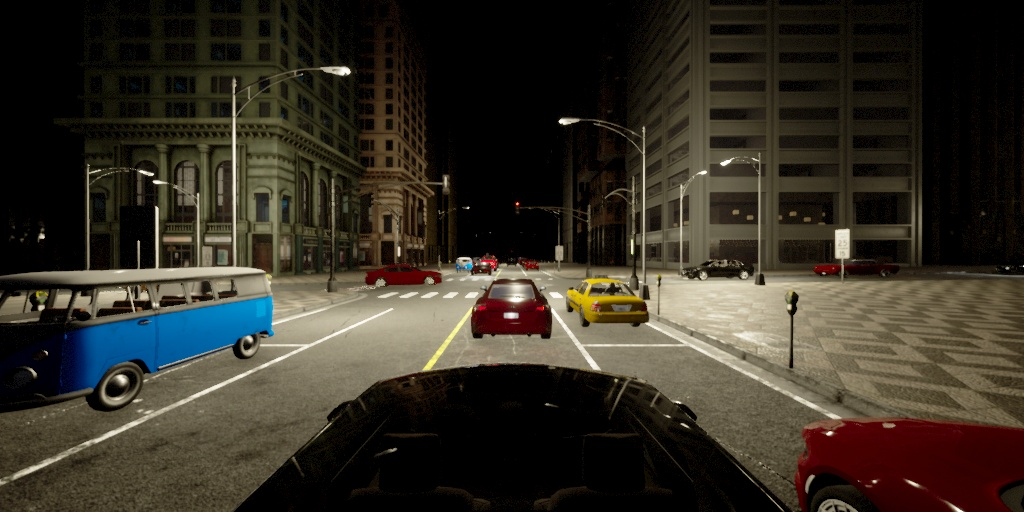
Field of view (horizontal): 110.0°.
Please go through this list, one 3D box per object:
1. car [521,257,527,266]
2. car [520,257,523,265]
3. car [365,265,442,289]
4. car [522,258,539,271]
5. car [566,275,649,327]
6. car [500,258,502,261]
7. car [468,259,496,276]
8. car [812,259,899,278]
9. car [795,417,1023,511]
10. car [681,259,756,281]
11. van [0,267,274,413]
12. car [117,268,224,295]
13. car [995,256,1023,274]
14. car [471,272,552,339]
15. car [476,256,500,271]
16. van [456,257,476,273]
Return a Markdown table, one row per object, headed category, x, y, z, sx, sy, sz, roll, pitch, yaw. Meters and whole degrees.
| category | x | y | z | sx | sy | sz | roll | pitch | yaw |
| --- | --- | --- | --- | --- | --- | --- | --- | --- | --- |
| car | 2.729 | 1.315 | 54.778 | 1.888 | 1.381 | 4.507 | 0 | 0 | 0 |
| car | 2.723 | 1.320 | 60.303 | 1.888 | 1.381 | 4.507 | 0 | 0 | 0 |
| car | -7.285 | 1.328 | 24.302 | 5.008 | 1.535 | 1.882 | -1 | 0 | -13 |
| car | 2.736 | 1.310 | 49.253 | 1.888 | 1.381 | 4.507 | 0 | 0 | 0 |
| car | 2.761 | 1.276 | 11.330 | 1.751 | 1.417 | 4.829 | 0 | 0 | 0 |
| car | -3.130 | 1.375 | 59.680 | 1.895 | 1.301 | 4.718 | 0 | 0 | 0 |
| car | -3.123 | 1.322 | 37.843 | 1.994 | 1.385 | 4.181 | 0 | 0 | 1 |
| car | 24.809 | 0.903 | 25.995 | 4.718 | 1.301 | 1.895 | -1 | 0 | 0 |
| car | 2.765 | 1.295 | 0.580 | 1.888 | 1.381 | 4.507 | 0 | 0 | 0 |
| car | 14.890 | 0.973 | 26.025 | 4.892 | 1.490 | 1.837 | -1 | 0 | 0 |
| van | -5.765 | 1.090 | 5.754 | 1.690 | 1.789 | 3.998 | 0 | 0 | 0 |
| car | -21.676 | 1.583 | 22.925 | 5.008 | 1.535 | 1.882 | -1 | 0 | 0 |
| car | 38.283 | 0.589 | 25.942 | 4.892 | 1.490 | 1.837 | -1 | 0 | 0 |
| car | 0.026 | 1.314 | 10.098 | 1.994 | 1.385 | 4.181 | 0 | 0 | 1 |
| car | -3.139 | 0.986 | 48.234 | 2.150 | 2.045 | 5.566 | 0 | 0 | 0 |
| van | -5.815 | 1.102 | 43.738 | 1.690 | 1.789 | 3.998 | 0 | 0 | 0 |
